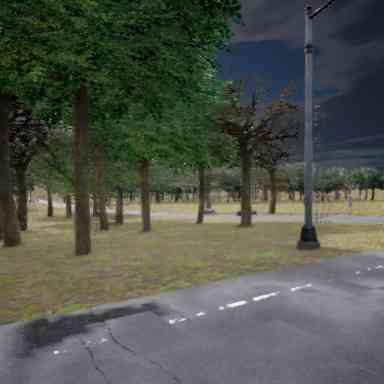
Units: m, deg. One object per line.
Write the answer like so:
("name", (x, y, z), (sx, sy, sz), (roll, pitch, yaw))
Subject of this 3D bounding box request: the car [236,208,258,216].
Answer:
("car", (10.610, 3.836, 65.084), (2.097, 1.767, 4.553), (-1, -2, -34))

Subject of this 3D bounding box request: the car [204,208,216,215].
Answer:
("car", (3.533, 4.374, 75.421), (1.812, 1.442, 4.674), (-1, -1, -34))
